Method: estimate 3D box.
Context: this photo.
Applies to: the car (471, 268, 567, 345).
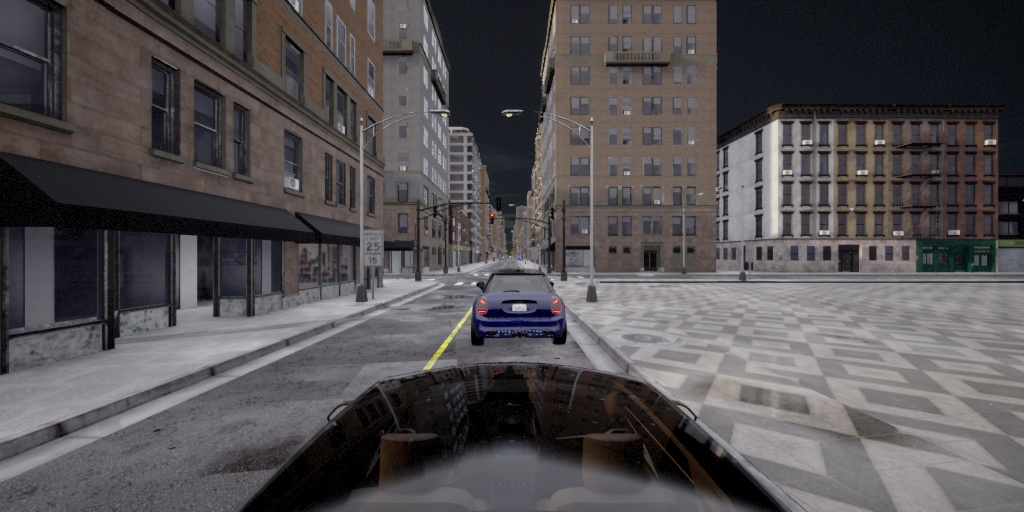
[{"bbox_3d":[0.102,1.102,9.640,2.097,1.767,4.553,0,0,-1],"label":"car"}]
